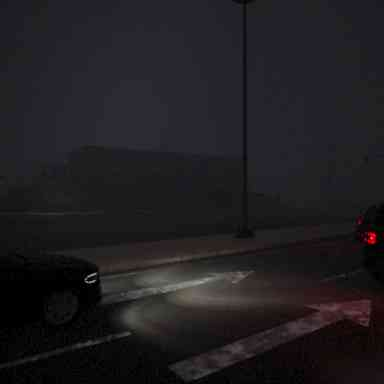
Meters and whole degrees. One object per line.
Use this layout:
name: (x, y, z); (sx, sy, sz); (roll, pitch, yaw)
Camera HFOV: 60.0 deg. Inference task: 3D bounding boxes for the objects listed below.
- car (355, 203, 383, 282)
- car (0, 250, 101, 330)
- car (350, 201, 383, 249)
car: (6.563, 1.209, 8.428); (5.566, 2.045, 2.150); (0, 0, -35)
car: (-3.971, 1.478, 5.213); (5.008, 1.535, 1.882); (0, 0, -36)
car: (9.188, 1.333, 14.599); (4.553, 1.767, 2.097); (0, 0, -35)
